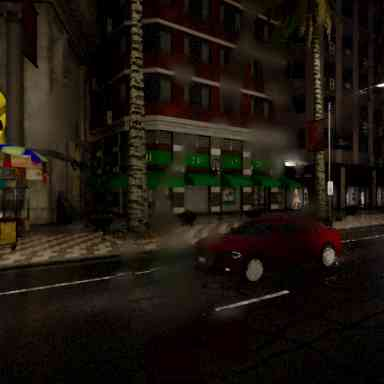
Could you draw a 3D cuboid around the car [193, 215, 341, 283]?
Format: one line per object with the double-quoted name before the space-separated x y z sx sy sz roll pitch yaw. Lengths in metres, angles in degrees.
"car" 2.344 1.477 9.843 5.008 1.535 1.882 0 0 -34
